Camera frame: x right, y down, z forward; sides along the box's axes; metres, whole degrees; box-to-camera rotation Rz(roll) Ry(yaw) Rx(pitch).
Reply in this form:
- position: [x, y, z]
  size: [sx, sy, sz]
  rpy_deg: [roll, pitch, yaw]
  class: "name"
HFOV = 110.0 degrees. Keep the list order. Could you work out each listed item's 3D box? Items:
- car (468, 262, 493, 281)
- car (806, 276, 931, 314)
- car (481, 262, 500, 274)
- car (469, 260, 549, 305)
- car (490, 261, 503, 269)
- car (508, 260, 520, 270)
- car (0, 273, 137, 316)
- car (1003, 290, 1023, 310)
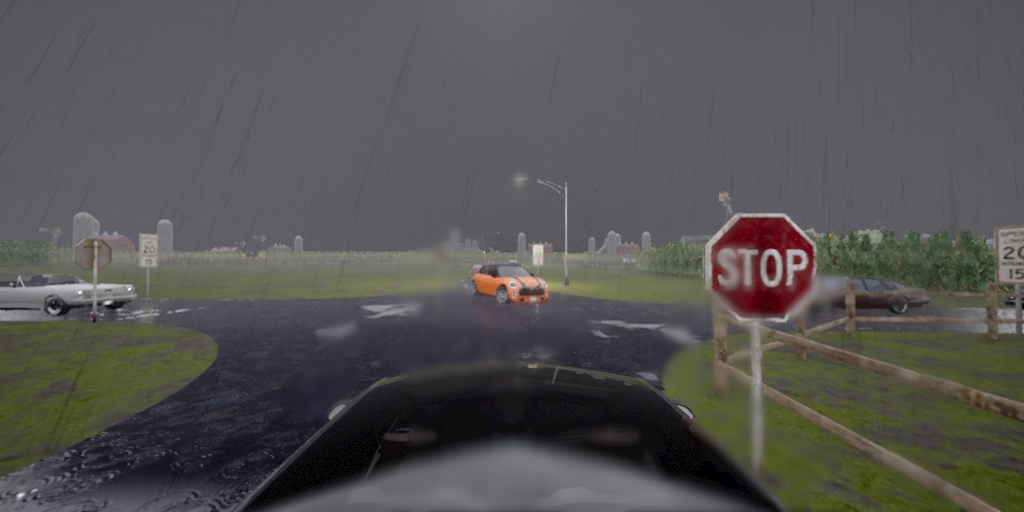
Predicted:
- position: [-2.758, 1.352, 32.455]
  size: [1.882, 1.535, 5.008]
  rpy_deg: [0, 0, 0]
  class: "car"
- position: [13.680, 1.548, 14.733]
  size: [5.357, 1.411, 2.033]
  rpy_deg: [1, -1, 1]
  class: "car"
- position: [-2.712, 1.471, 46.550]
  size: [2.033, 1.411, 5.357]
  rpy_deg: [0, 0, 0]
  class: "car"
- position: [-0.192, 1.181, 16.764]
  size: [2.097, 1.767, 4.553]
  rpy_deg: [1, 0, -29]
  class: "car"
- position: [-2.600, 1.520, 62.281]
  size: [2.033, 1.411, 5.357]
  rpy_deg: [0, 0, 1]
  class: "car"
- position: [0.258, 1.441, 59.369]
  size: [1.882, 1.535, 5.008]
  rpy_deg: [0, 0, 0]
  class: "car"
- position: [-15.641, 1.216, 11.954]
  size: [4.718, 1.301, 1.895]
  rpy_deg: [1, -1, 0]
  class: "car"
- position: [23.853, 1.667, 14.651]
  size: [5.357, 1.411, 2.033]
  rpy_deg: [1, -1, 0]
  class: "car"
